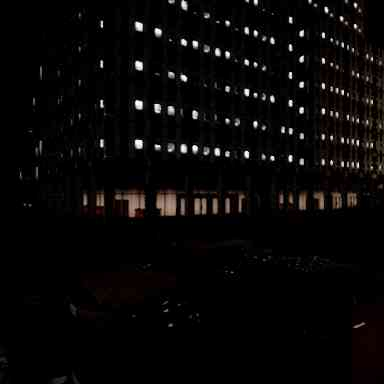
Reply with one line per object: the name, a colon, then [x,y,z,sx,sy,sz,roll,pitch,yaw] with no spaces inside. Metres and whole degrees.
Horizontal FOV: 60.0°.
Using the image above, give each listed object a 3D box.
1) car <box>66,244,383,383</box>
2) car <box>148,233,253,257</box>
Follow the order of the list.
car: [0.988,1.541,3.960,4.674,1.442,1.812,0,0,-36]
car: [0.092,1.545,6.627,4.829,1.417,1.752,0,0,-36]
